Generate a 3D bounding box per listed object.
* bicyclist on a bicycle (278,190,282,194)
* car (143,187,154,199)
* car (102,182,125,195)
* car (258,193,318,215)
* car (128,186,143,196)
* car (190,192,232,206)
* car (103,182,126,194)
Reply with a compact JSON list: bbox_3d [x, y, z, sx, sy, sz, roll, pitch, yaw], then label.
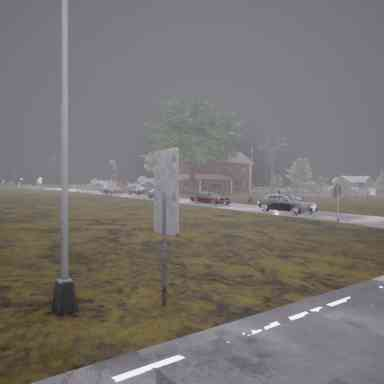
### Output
[{"bbox_3d":[8.891,0.664,33.763,1.656,1.620,0.582,0,2,-36],"label":"bicyclist on a bicycle"},{"bbox_3d":[-3.831,0.231,41.224,1.812,1.442,4.674,0,2,-36],"label":"car"},{"bbox_3d":[-12.943,-0.433,54.069,2.097,1.767,4.553,0,2,-36],"label":"car"},{"bbox_3d":[7.295,0.895,25.724,2.128,1.511,4.902,0,2,-36],"label":"car"},{"bbox_3d":[-8.411,-0.187,52.569,1.812,1.442,4.674,0,2,-35],"label":"car"},{"bbox_3d":[1.843,0.658,33.312,1.895,1.301,4.718,0,2,-36],"label":"car"},{"bbox_3d":[-14.110,-0.818,60.409,2.150,2.045,5.566,0,2,-36],"label":"car"}]
